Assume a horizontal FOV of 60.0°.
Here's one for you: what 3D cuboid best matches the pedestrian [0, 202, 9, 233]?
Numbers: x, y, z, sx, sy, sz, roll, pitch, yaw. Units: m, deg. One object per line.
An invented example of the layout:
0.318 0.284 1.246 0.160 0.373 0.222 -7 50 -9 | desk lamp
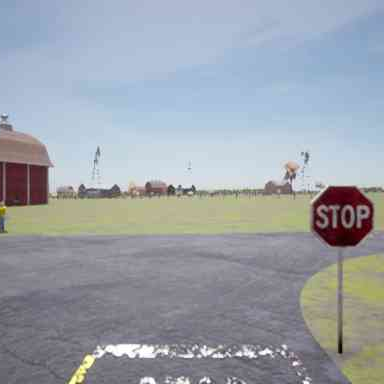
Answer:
-11.209 1.479 19.715 0.375 1.860 0.375 0 0 4 | pedestrian
